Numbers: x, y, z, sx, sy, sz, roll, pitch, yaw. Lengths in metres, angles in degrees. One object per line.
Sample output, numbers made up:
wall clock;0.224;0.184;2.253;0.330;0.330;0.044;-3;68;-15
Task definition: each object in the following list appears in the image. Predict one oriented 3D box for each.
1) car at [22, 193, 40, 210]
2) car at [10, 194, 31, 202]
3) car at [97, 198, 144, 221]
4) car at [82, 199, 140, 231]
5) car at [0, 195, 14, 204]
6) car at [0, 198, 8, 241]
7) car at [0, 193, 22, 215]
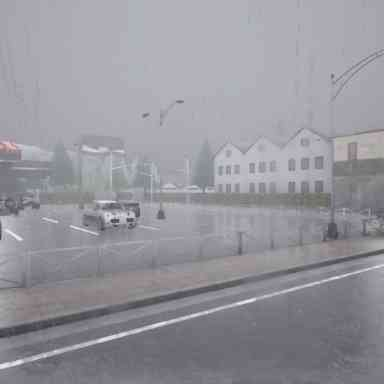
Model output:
car;-19.063;1.092;38.687;1.905;1.878;3.866;0;0;-36
car;-38.110;1.328;73.817;3.866;1.878;1.905;0;0;-36
car;-5.708;1.313;26.250;2.007;1.523;4.514;0;0;-36
car;-4.598;1.248;18.384;1.970;1.475;3.806;0;0;-36
car;-38.355;1.495;66.689;4.611;1.667;2.242;0;0;-36
car;-9.636;1.169;14.395;2.152;1.636;5.027;0;0;-36
car;-17.171;1.113;30.372;1.932;1.855;4.605;0;0;-36
